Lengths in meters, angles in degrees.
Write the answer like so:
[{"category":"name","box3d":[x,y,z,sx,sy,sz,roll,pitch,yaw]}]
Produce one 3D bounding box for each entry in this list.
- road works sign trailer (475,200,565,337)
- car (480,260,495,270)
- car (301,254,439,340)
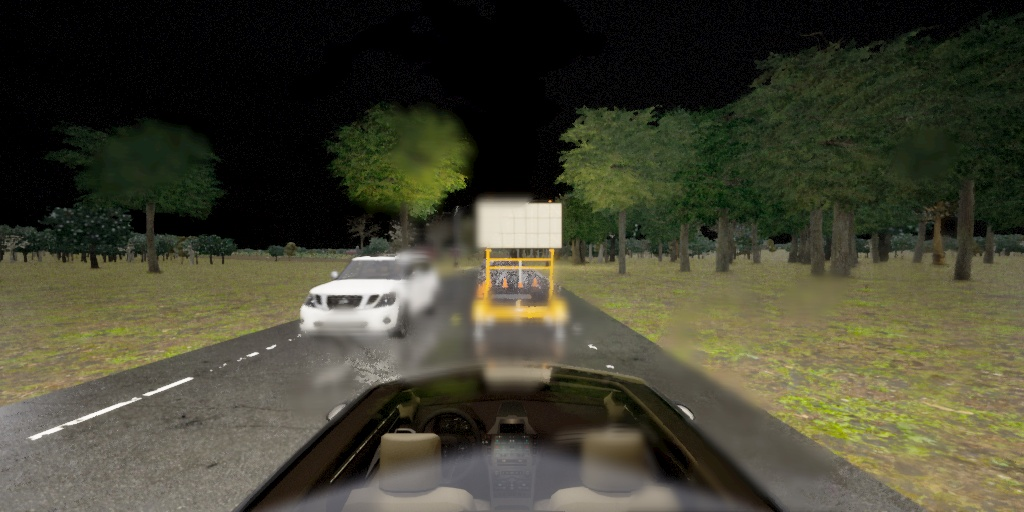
[{"category":"road works sign trailer","box3d":[0.239,0.210,10.251,2.380,3.560,2.880,0,0,2]},{"category":"car","box3d":[-3.498,1.267,52.444,2.128,1.511,4.902,0,0,0]},{"category":"car","box3d":[-3.578,0.967,10.287,2.150,2.045,5.566,0,0,0]}]
